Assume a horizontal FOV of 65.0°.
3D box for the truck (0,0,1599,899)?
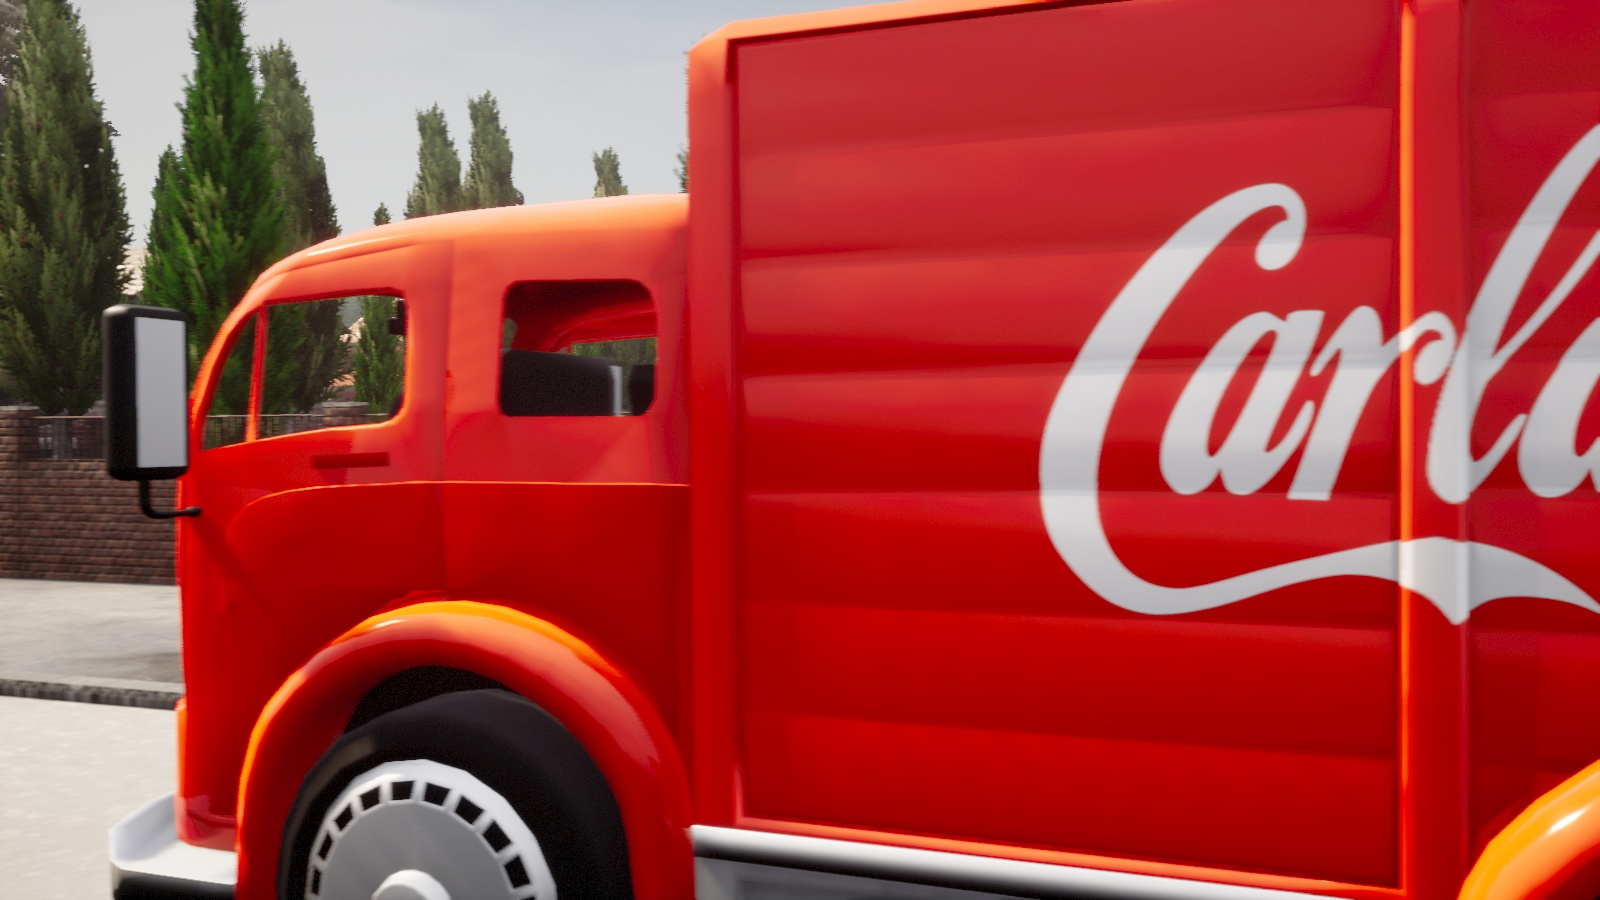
[{"bbox_3d":[0.783,0.284,3.431,5.204,2.467,2.627,0,1,20],"label":"truck"}]
